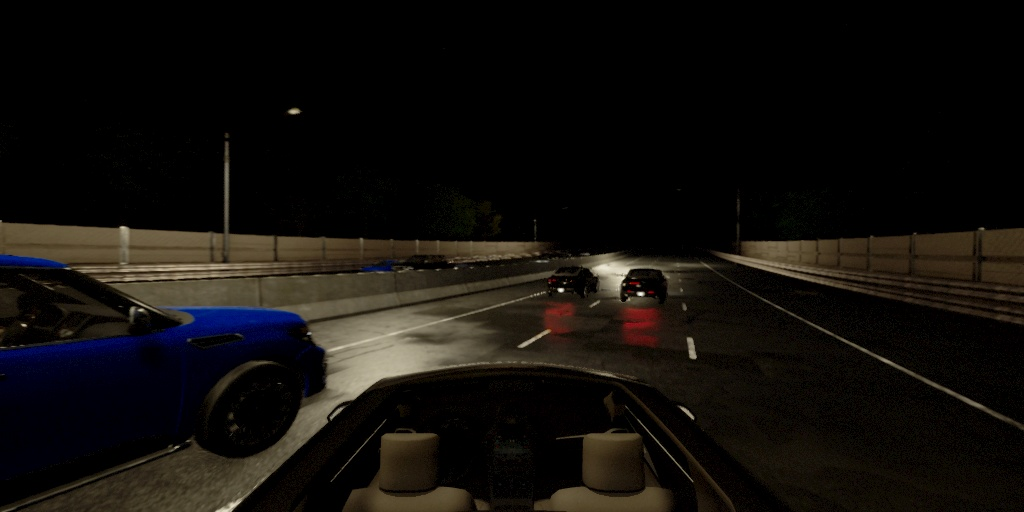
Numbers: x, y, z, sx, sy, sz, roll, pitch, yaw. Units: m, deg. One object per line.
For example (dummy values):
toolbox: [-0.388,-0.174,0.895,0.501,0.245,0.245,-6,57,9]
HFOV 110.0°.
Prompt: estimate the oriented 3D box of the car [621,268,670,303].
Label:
car: [6.448,1.330,17.353,1.837,1.490,4.892,0,0,24]

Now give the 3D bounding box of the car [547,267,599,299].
car: [3.276,1.310,18.830,1.837,1.490,4.892,0,0,24]

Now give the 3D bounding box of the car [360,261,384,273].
car: [-10.697,1.138,30.849,1.882,1.535,5.008,0,1,24]

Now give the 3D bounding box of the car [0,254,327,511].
car: [-4.194,0.935,2.428,2.150,2.045,5.566,0,-1,24]

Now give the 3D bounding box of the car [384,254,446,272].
car: [-7.449,0.901,29.534,2.150,2.045,5.566,0,1,24]

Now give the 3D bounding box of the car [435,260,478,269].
car: [-3.923,1.252,28.835,1.994,1.385,4.181,0,1,25]
